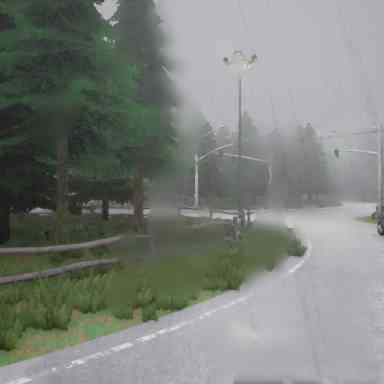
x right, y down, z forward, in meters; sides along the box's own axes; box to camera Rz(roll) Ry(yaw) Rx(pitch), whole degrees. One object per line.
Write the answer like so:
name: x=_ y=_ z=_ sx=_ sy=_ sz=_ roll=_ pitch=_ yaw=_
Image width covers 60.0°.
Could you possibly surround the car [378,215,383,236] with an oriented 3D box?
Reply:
car: x=10.266 y=1.352 z=15.402 sx=2.097 sy=1.767 sz=4.553 roll=0 pitch=0 yaw=15
